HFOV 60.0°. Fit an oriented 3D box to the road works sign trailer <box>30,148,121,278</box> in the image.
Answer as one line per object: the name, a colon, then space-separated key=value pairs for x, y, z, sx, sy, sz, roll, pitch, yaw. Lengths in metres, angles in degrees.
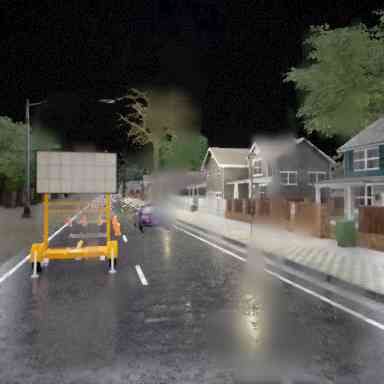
road works sign trailer: x=-3.546 y=0.465 z=10.380 sx=2.380 sy=3.560 sz=2.880 roll=0 pitch=0 yaw=-15

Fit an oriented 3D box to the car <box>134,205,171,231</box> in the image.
car: x=-2.505 y=1.530 z=20.525 sx=1.812 sy=1.442 sz=4.674 roll=0 pitch=0 yaw=-15
